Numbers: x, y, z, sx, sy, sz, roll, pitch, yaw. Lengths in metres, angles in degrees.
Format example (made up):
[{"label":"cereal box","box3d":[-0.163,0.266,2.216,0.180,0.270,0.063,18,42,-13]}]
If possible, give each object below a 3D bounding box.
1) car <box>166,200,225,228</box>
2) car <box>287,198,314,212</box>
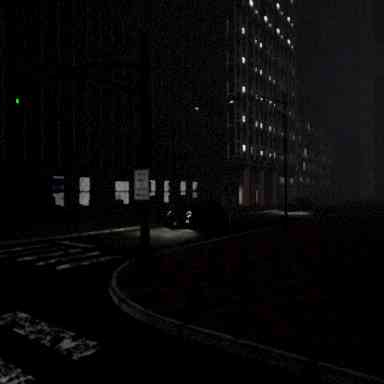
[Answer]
[{"label":"car","box3d":[0.300,1.340,22.071,2.097,1.767,4.553,-1,0,37]},{"label":"car","box3d":[12.621,1.399,38.596,1.882,1.535,5.008,-1,0,37]}]
